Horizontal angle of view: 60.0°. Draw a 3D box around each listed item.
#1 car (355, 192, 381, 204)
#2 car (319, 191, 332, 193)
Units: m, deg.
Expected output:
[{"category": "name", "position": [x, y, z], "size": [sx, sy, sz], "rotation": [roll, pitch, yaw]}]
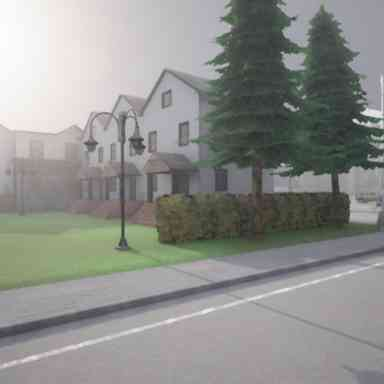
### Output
[{"category": "car", "position": [26.551, 0.822, 48.799], "size": [1.932, 1.855, 4.605], "rotation": [0, 0, -36]}, {"category": "car", "position": [29.290, 0.715, 72.220], "size": [1.905, 1.878, 3.866], "rotation": [0, 0, -36]}]
